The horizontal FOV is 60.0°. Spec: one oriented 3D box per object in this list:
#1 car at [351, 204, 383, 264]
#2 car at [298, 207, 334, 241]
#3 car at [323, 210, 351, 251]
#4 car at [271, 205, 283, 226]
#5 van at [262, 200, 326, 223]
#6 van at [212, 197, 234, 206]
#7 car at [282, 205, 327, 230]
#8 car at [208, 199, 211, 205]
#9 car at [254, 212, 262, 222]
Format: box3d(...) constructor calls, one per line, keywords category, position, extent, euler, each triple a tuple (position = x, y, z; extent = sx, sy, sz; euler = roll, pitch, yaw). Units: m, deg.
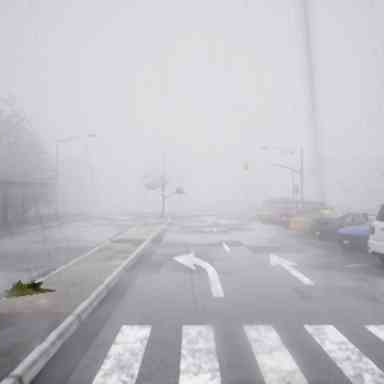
box3d(category="car", position=(8.094, 1.349, 10.233), extent=(5.566, 2.045, 2.435), euler=(1, -1, -20))
box3d(category="car", position=(8.055, 1.678, 16.180), extent=(4.892, 1.521, 2.231), euler=(1, -1, -20))
box3d(category="car", position=(8.069, 1.637, 13.194), extent=(5.008, 1.535, 2.097), euler=(1, -1, -20))
box3d(category="car", position=(8.084, 1.789, 22.156), extent=(4.792, 1.488, 2.163), euler=(1, -1, -20))
box3d(category="van", position=(7.951, 1.573, 25.086), extent=(4.442, 1.987, 1.878), euler=(1, -1, -20))
box3d(category="van", position=(7.924, 2.295, 80.350), extent=(4.442, 1.987, 1.878), euler=(2, -2, -20))
box3d(category="car", position=(8.234, 1.717, 19.227), extent=(5.366, 1.575, 1.946), euler=(1, -1, -20))
box3d(category="car", position=(7.852, 2.852, 89.247), extent=(5.366, 1.575, 1.946), euler=(2, -2, -20))
box3d(category="car", position=(7.883, 1.837, 28.041), extent=(5.366, 1.575, 1.946), euler=(1, -1, -20))
